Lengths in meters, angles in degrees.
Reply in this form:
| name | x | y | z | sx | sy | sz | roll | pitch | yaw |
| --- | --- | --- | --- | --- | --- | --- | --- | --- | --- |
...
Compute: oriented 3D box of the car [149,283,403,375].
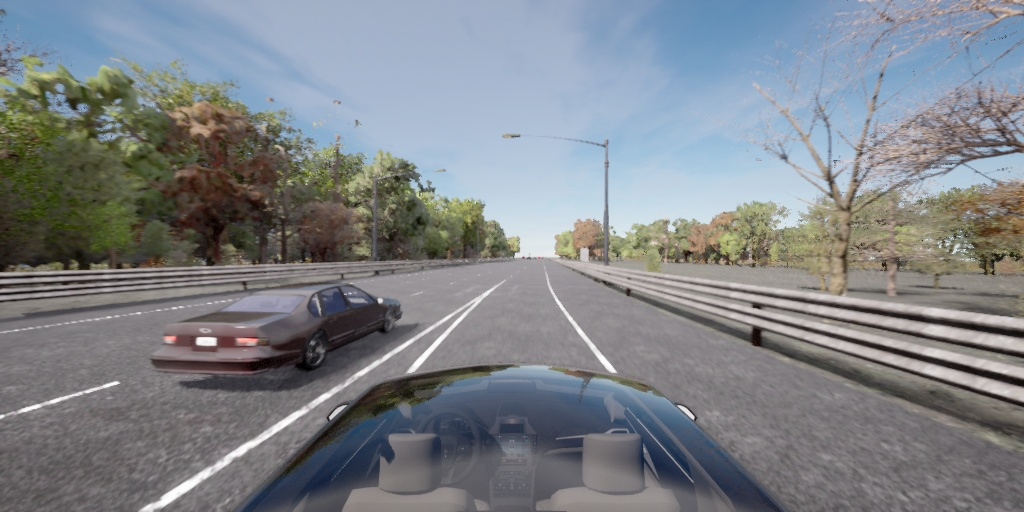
| name | x | y | z | sx | sy | sz | roll | pitch | yaw |
| --- | --- | --- | --- | --- | --- | --- | --- | --- | --- |
| car | -4.167 | 1.274 | 7.638 | 2.033 | 1.411 | 5.357 | 0 | 0 | 5 |
